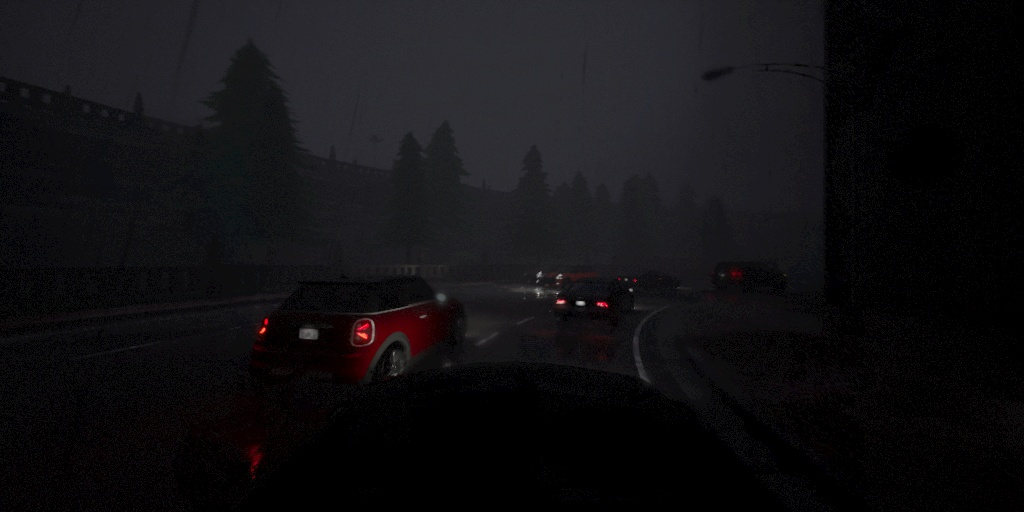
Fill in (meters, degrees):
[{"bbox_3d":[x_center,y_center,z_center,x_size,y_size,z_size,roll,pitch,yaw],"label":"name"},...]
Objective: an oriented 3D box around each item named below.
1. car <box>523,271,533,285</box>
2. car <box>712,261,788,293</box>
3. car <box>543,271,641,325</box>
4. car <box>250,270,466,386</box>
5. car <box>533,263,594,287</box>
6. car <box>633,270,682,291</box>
[{"bbox_3d":[3.043,1.422,28.815,4.553,1.767,2.097,1,-1,-38],"label":"car"},{"bbox_3d":[16.438,1.406,24.820,5.566,2.045,2.150,1,-1,-23],"label":"car"},{"bbox_3d":[3.066,1.448,12.631,2.033,1.411,5.357,0,-1,26],"label":"car"},{"bbox_3d":[-2.447,1.129,7.057,2.097,1.767,4.553,1,-1,10],"label":"car"},{"bbox_3d":[4.029,1.395,25.138,4.553,1.767,2.097,1,-1,-40],"label":"car"},{"bbox_3d":[9.657,1.656,25.170,5.357,1.411,2.033,1,-1,-34],"label":"car"}]
